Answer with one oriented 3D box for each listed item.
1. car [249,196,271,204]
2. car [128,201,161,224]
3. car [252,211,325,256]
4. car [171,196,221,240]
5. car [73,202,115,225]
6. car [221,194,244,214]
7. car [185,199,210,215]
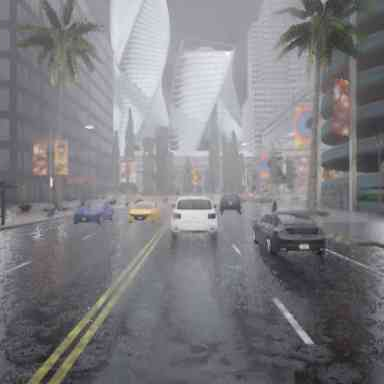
[{"bbox_3d":[13.012,1.560,63.260,4.902,1.511,2.128,0,0,-38],"label":"car"},{"bbox_3d":[-3.499,1.503,25.225,1.882,1.535,5.008,0,0,1],"label":"car"},{"bbox_3d":[3.605,1.518,13.116,1.837,1.490,4.892,0,0,0],"label":"car"},{"bbox_3d":[0.107,1.239,17.343,2.150,2.045,5.566,0,0,0],"label":"car"},{"bbox_3d":[-7.008,1.502,24.208,1.882,1.535,5.008,0,0,1],"label":"car"},{"bbox_3d":[4.247,1.258,35.989,2.150,2.045,5.566,0,0,8],"label":"car"},{"bbox_3d":[0.690,1.527,35.410,2.128,1.511,4.902,0,0,7],"label":"car"}]
